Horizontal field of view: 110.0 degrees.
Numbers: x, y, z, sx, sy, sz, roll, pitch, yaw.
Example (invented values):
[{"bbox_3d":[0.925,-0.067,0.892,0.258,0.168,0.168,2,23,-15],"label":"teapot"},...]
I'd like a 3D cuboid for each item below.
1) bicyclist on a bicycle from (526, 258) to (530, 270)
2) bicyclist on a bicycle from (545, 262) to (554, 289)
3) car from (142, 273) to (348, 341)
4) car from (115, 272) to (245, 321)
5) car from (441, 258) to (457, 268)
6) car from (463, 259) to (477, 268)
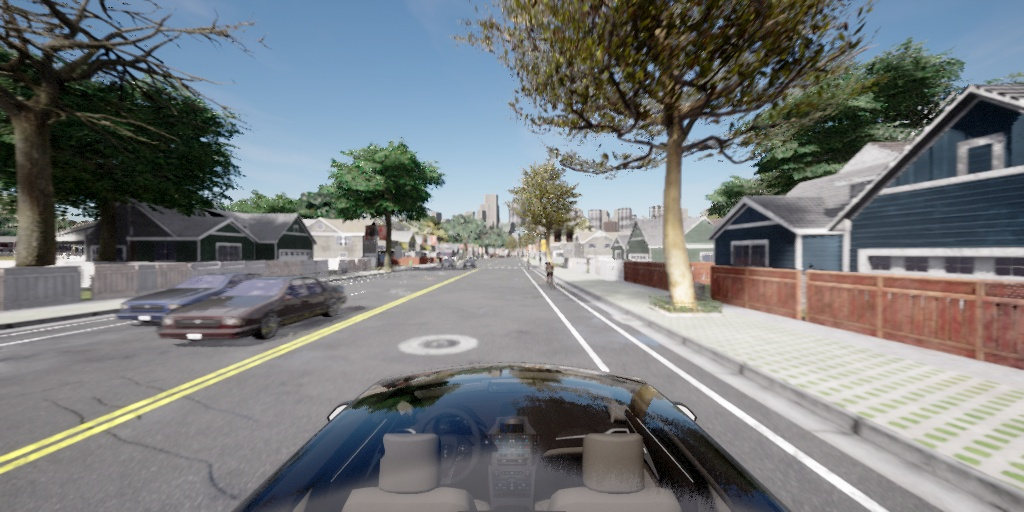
[{"bbox_3d":[2.256,1.098,49.319,0.582,1.620,1.656,0,0,0],"label":"bicyclist on a bicycle"},{"bbox_3d":[2.253,1.161,21.317,0.582,1.620,1.656,0,0,0],"label":"bicyclist on a bicycle"},{"bbox_3d":[-6.597,1.280,10.112,2.033,1.411,5.357,0,0,0],"label":"car"},{"bbox_3d":[-9.850,1.276,12.271,2.033,1.411,5.357,0,0,0],"label":"car"},{"bbox_3d":[-9.743,1.134,55.681,2.128,1.511,4.902,0,0,0],"label":"car"},{"bbox_3d":[-6.493,1.162,55.681,2.128,1.511,4.902,0,0,0],"label":"car"}]
